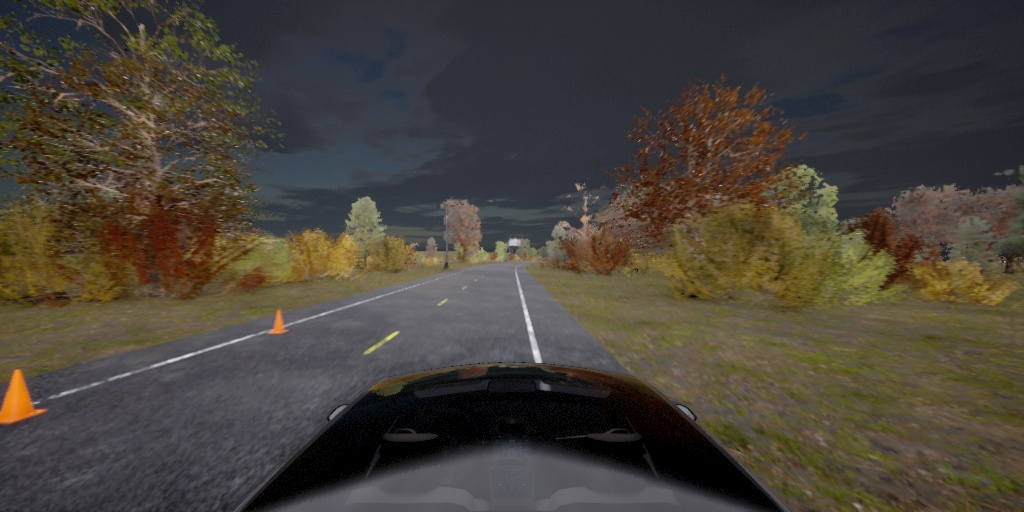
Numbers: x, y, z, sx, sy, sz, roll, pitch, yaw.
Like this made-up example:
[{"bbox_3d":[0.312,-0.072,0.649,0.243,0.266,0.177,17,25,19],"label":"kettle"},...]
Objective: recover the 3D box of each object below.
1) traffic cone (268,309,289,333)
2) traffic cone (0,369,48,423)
[{"bbox_3d":[-6.149,1.708,9.460,0.340,0.580,0.340,0,0,0],"label":"traffic cone"},{"bbox_3d":[-6.149,1.706,4.459,0.340,0.580,0.340,0,0,0],"label":"traffic cone"}]
